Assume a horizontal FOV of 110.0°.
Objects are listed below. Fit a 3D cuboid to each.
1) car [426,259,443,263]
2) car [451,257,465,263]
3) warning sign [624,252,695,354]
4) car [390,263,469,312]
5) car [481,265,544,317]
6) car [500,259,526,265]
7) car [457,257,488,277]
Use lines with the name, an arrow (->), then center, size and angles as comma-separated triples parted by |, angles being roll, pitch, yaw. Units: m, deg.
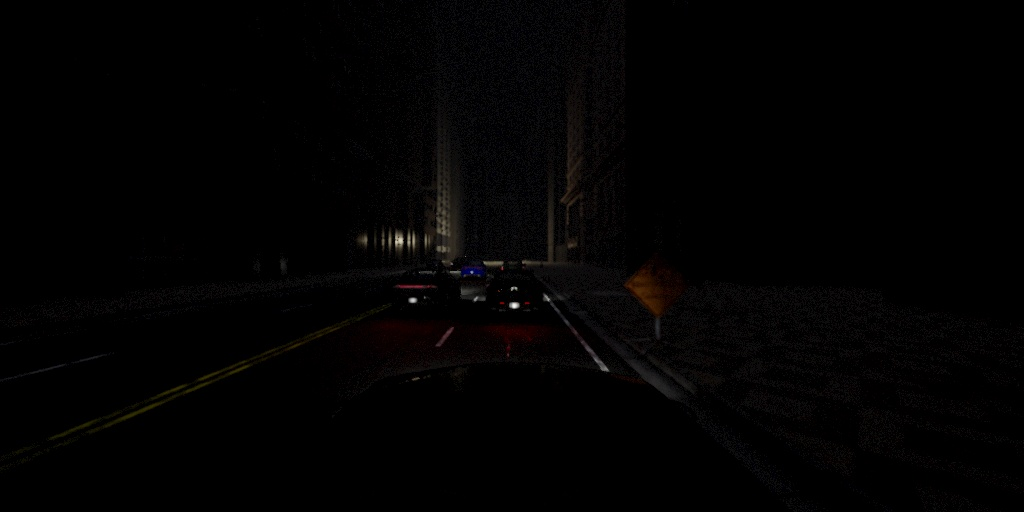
car -> -9.835, 1.126, 45.649 | 1.812, 1.442, 4.674 | 0, 0, 0
car -> -6.583, 0.951, 45.886 | 2.097, 1.767, 4.553 | 0, 0, 0
warning sign -> 2.850, 0.843, 7.025 | 1.300, 1.860, 1.060 | 0, 0, 0
car -> -3.164, 1.194, 13.890 | 2.128, 1.511, 4.902 | 0, 0, 0
car -> 0.082, 1.209, 12.933 | 1.837, 1.490, 4.892 | 0, 0, 0
car -> 0.084, 1.003, 28.919 | 2.097, 1.767, 4.553 | 0, 0, 0
car -> -3.166, 1.122, 30.737 | 1.882, 1.535, 5.008 | 0, 0, 0
